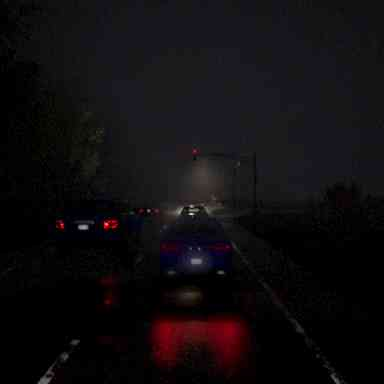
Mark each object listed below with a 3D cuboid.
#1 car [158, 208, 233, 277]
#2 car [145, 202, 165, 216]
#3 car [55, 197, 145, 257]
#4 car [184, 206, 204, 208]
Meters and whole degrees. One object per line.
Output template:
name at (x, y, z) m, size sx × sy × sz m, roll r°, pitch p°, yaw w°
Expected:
car at (0.104, 1.468, 10.243) m, size 1.882 × 1.535 × 5.008 m, roll 0°, pitch 0°, yaw 0°
car at (-3.391, 1.520, 28.593) m, size 2.033 × 1.411 × 5.357 m, roll 0°, pitch 0°, yaw 0°
car at (-3.392, 1.206, 12.998) m, size 2.150 × 2.045 × 5.566 m, roll 0°, pitch 0°, yaw 0°
car at (0.110, 1.528, 20.228) m, size 2.033 × 1.411 × 5.357 m, roll 0°, pitch 0°, yaw 0°
